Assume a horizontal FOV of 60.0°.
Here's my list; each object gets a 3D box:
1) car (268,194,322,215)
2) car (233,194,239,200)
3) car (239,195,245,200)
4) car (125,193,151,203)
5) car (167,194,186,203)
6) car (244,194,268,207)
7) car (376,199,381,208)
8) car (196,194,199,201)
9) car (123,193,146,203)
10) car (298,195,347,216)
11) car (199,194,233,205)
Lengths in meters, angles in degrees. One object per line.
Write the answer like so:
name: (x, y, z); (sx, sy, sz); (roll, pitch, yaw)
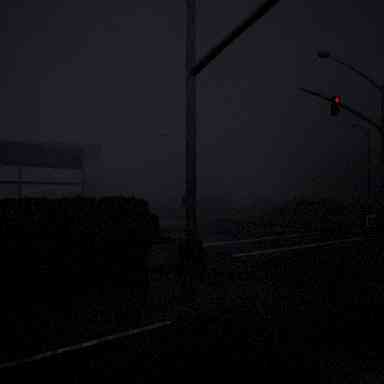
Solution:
car: (10.200, 1.330, 32.534); (5.027, 1.636, 2.152); (0, 0, -35)
car: (9.454, 1.232, 77.931); (3.806, 1.475, 1.970); (0, 0, -35)
car: (13.408, 1.154, 72.866); (5.027, 1.636, 2.152); (0, 0, -35)
car: (-9.536, 1.361, 60.535); (3.806, 1.475, 1.970); (0, 0, -35)
car: (-2.620, 1.097, 65.441); (4.605, 1.855, 1.932); (0, 0, -35)
car: (9.669, 1.320, 46.639); (3.633, 1.501, 1.845); (0, 0, -35)
car: (25.558, 1.384, 43.145); (3.806, 1.475, 1.970); (0, 0, -35)
car: (1.581, 1.298, 76.875); (4.514, 1.523, 2.007); (0, 0, -35)
car: (-10.947, 1.077, 63.607); (3.866, 1.878, 1.905); (0, 0, -35)
car: (12.047, 1.340, 29.998); (4.514, 1.523, 2.007); (0, 0, -35)
car: (3.959, 1.298, 54.839); (4.514, 1.523, 2.007); (0, 0, -35)
